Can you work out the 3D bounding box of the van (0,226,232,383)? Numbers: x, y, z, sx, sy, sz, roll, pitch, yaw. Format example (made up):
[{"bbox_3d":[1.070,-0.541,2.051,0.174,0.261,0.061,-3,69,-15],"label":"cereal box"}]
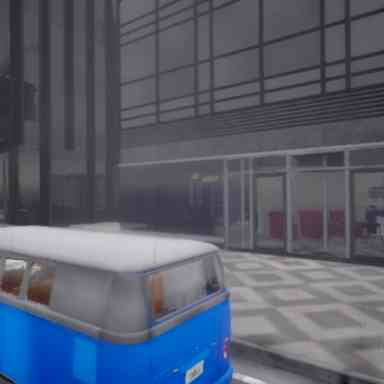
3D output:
[{"bbox_3d":[-1.485,1.375,4.027,3.998,1.788,1.690,-1,0,36],"label":"van"}]
